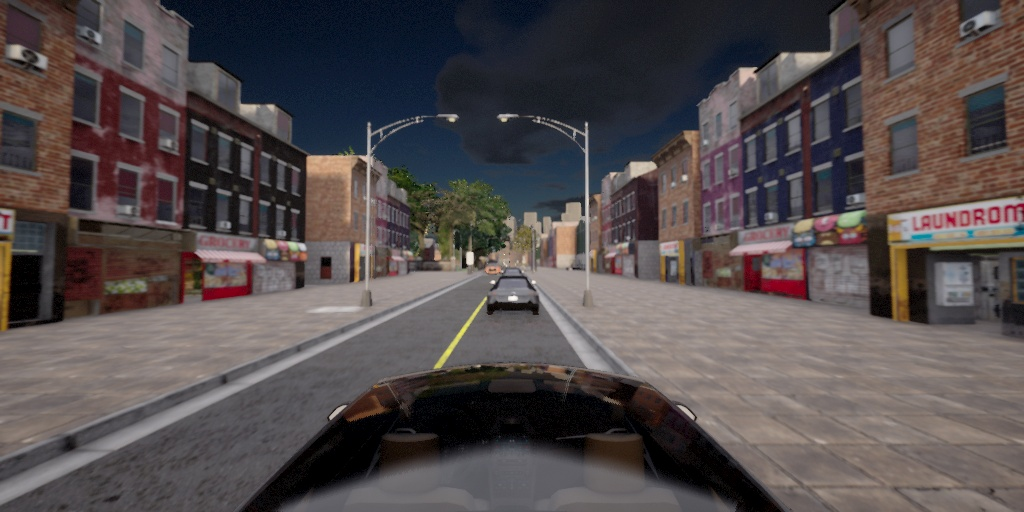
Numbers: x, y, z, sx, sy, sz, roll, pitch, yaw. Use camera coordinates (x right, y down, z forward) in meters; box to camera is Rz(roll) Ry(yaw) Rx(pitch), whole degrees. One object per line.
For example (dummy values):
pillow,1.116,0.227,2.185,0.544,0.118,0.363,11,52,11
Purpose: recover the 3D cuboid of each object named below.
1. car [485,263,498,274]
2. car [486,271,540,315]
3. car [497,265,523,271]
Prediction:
car,-2.779,1.801,53.191,2.097,1.767,4.553,0,-1,1
car,0.053,1.474,14.553,1.994,1.385,4.181,0,-1,1
car,0.053,1.668,29.415,1.994,1.385,4.181,0,-1,1
